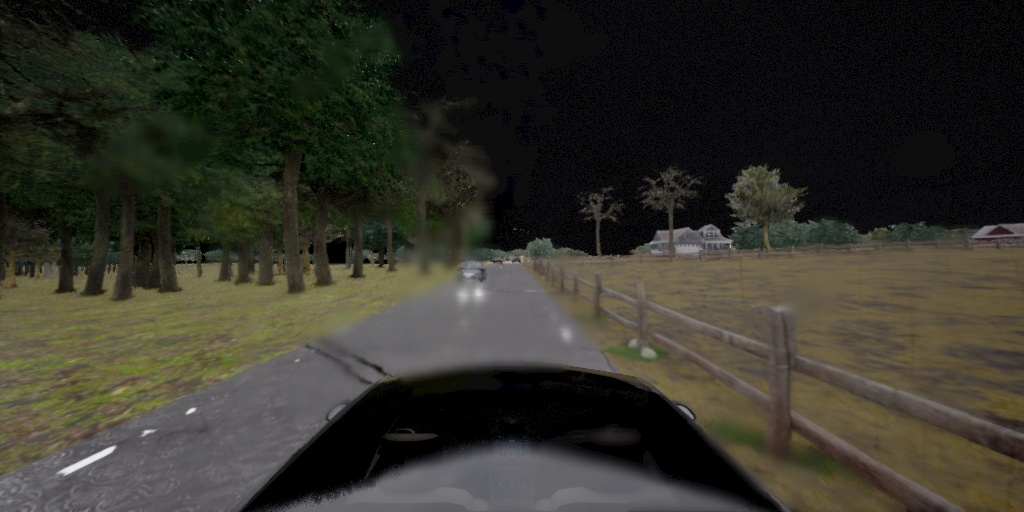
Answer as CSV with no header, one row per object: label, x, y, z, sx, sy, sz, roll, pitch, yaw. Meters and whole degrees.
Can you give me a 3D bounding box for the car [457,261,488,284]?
car,-2.846,1.160,26.498,2.128,1.511,4.902,0,0,0
